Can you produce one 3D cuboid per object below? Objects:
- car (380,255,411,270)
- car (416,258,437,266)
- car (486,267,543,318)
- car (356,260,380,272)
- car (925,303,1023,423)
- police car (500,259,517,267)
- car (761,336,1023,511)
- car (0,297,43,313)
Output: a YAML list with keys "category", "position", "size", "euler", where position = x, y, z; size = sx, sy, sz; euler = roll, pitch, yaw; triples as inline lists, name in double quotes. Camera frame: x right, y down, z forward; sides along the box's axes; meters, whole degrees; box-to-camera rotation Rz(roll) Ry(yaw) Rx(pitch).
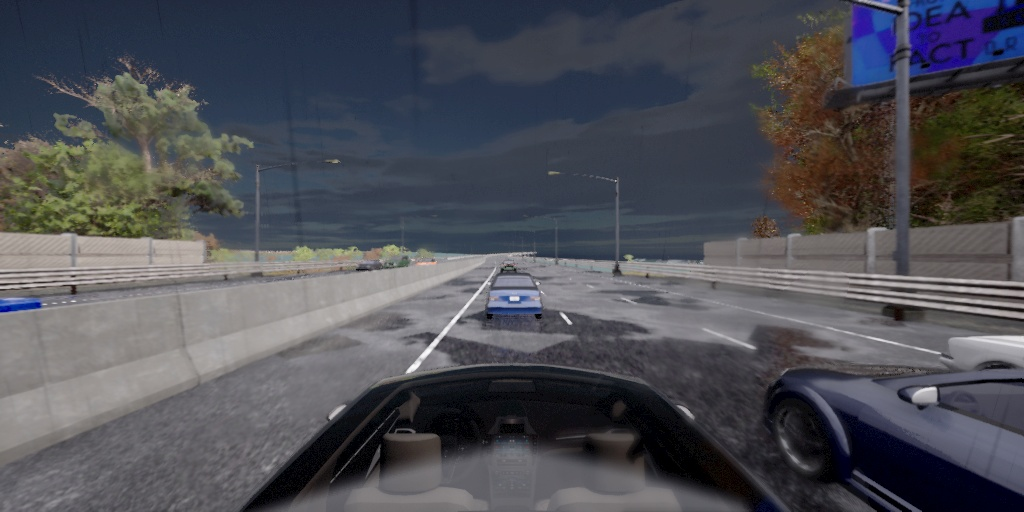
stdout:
- category: "car"
  position: [-14.667, 0.938, 46.062]
  size: [2.150, 2.045, 5.566]
  euler: [0, 0, -1]
- category: "car"
  position: [-11.195, 1.066, 47.274]
  size: [2.097, 1.767, 4.553]
  euler: [0, 0, -1]
- category: "car"
  position: [0.055, 1.292, 13.003]
  size: [2.033, 1.411, 5.357]
  euler: [0, 0, 0]
- category: "car"
  position: [-18.164, 1.265, 46.046]
  size: [2.033, 1.411, 5.357]
  euler: [0, 0, -1]
- category: "car"
  position: [7.094, 1.349, 2.972]
  size: [1.895, 1.301, 4.718]
  euler: [0, 0, 0]
- category: "police car"
  position: [-0.419, 1.221, 43.542]
  size: [2.038, 1.542, 4.974]
  euler: [0, 0, -1]
- category: "car"
  position: [3.592, 1.313, 2.010]
  size: [1.994, 1.385, 4.181]
  euler: [0, 0, 0]
- category: "car"
  position: [-10.613, 1.229, 5.275]
  size: [1.882, 1.535, 5.008]
  euler: [0, 0, 0]
